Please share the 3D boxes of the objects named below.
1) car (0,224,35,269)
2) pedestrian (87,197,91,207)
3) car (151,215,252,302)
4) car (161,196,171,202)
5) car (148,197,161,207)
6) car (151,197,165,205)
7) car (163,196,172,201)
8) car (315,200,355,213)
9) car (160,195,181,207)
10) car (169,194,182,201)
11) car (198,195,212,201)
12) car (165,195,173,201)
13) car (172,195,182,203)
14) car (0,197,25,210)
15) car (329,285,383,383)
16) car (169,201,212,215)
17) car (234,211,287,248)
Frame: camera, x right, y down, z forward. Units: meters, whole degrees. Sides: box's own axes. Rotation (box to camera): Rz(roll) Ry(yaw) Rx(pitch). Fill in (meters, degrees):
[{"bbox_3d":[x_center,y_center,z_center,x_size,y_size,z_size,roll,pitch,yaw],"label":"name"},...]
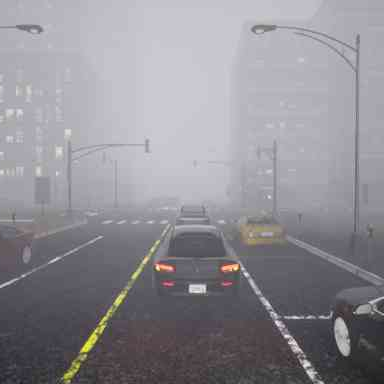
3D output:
[{"bbox_3d":[-5.849,1.542,8.787,1.887,1.381,4.507,-1,0,0],"label":"car"},{"bbox_3d":[-12.631,1.200,40.837,0.375,1.300,0.375,0,0,1],"label":"pedestrian"},{"bbox_3d":[0.083,1.523,8.109,1.812,1.442,4.674,0,0,0],"label":"car"},{"bbox_3d":[-5.854,1.531,74.946,1.887,1.381,4.507,-1,0,0],"label":"car"},{"bbox_3d":[-5.808,1.514,52.159,1.752,1.417,4.829,-1,0,0],"label":"car"},{"bbox_3d":[-5.819,1.554,57.983,1.947,1.339,4.313,-1,0,0],"label":"car"},{"bbox_3d":[-5.865,1.568,80.601,1.802,1.307,4.206,-1,0,0],"label":"car"},{"bbox_3d":[16.238,1.623,37.552,4.403,1.369,2.008,0,0,1],"label":"car"},{"bbox_3d":[-3.194,1.536,50.397,2.033,1.411,5.357,0,0,0],"label":"car"},{"bbox_3d":[-3.194,1.479,60.348,2.128,1.511,4.902,0,0,0],"label":"car"},{"bbox_3d":[2.560,1.539,58.000,2.008,1.369,4.403,-1,0,0],"label":"car"},{"bbox_3d":[-5.877,1.530,86.256,1.887,1.381,4.507,-1,0,0],"label":"car"},{"bbox_3d":[-3.142,1.487,70.545,1.837,1.490,4.892,0,0,0],"label":"car"},{"bbox_3d":[-21.738,1.275,37.972,4.829,1.417,1.752,0,0,1],"label":"car"},{"bbox_3d":[2.802,1.550,3.102,2.008,1.369,4.403,-1,0,0],"label":"car"},{"bbox_3d":[0.053,1.487,18.183,2.128,1.511,4.902,0,0,0],"label":"car"},{"bbox_3d":[2.778,1.521,14.561,1.752,1.417,4.829,-1,0,0],"label":"car"}]
